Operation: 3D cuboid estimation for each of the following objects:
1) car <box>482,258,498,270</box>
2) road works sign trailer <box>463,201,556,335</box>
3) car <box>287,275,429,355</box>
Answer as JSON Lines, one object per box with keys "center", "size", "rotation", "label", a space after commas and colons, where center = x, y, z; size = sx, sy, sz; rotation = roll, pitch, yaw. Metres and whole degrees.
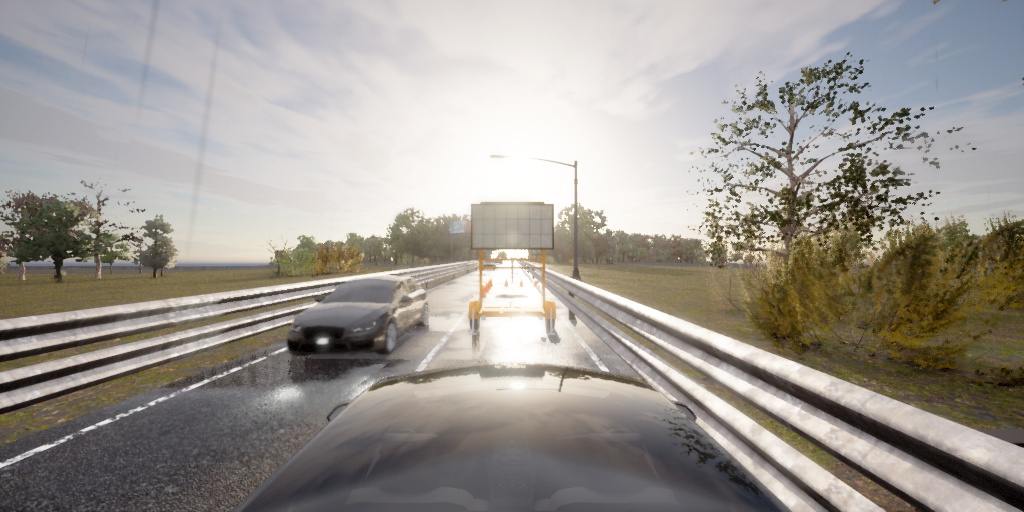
{"center": [-3.329, 1.274, 51.377], "size": [1.837, 1.490, 4.892], "rotation": [0, 0, 0], "label": "car"}
{"center": [0.014, 0.218, 10.505], "size": [2.380, 3.560, 2.880], "rotation": [0, 0, 0], "label": "road works sign trailer"}
{"center": [-3.347, 1.257, 8.771], "size": [1.837, 1.490, 4.892], "rotation": [0, 0, 0], "label": "car"}
